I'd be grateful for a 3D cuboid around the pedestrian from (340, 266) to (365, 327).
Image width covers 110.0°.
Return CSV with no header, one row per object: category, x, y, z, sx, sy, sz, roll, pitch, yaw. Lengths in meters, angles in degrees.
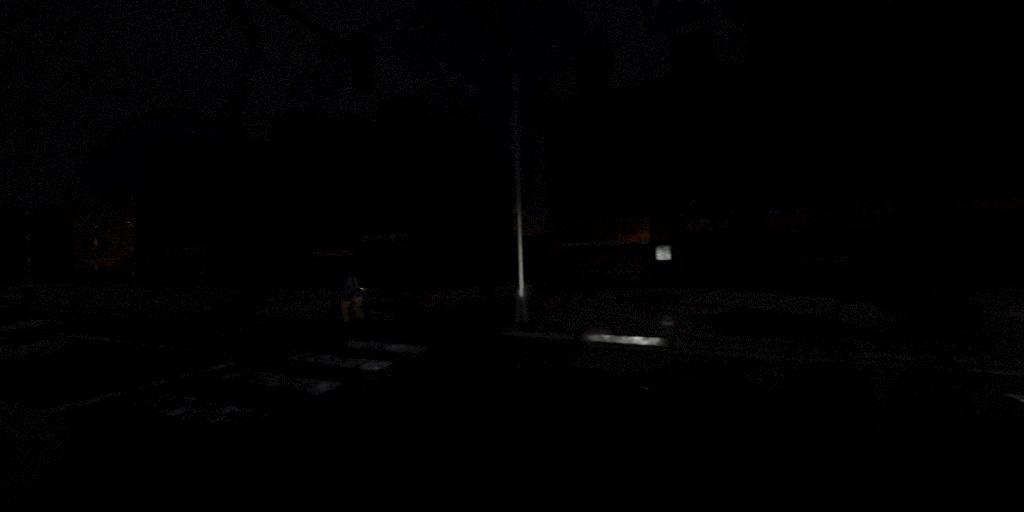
pedestrian,-4.735,1.145,10.594,0.375,1.860,0.375,-2,0,23
